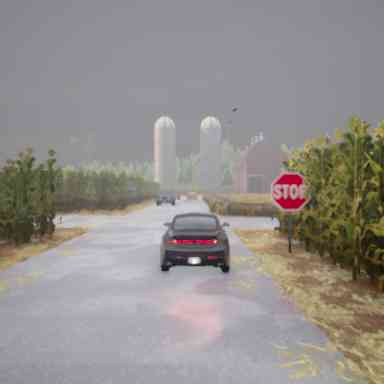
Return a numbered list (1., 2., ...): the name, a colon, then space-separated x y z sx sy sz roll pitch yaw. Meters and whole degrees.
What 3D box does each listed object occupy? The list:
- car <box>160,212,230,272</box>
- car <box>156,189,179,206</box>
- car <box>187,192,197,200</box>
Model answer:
1. car: 0.135 1.380 10.371 1.837 1.490 4.892 0 0 2
2. car: -3.186 0.674 41.426 2.150 2.045 5.566 0 1 0
3. car: 0.006 0.706 60.723 1.882 1.535 5.008 0 1 0
